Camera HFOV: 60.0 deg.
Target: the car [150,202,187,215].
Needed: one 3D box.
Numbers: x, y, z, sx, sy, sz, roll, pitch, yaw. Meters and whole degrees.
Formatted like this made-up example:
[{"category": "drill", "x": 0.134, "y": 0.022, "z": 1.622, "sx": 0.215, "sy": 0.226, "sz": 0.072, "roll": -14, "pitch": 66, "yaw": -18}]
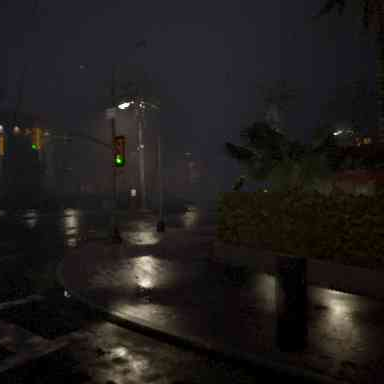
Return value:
[{"category": "car", "x": -2.608, "y": 1.833, "z": 37.061, "sx": 4.181, "sy": 1.385, "sz": 1.994, "roll": 0, "pitch": 0, "yaw": -30}]
